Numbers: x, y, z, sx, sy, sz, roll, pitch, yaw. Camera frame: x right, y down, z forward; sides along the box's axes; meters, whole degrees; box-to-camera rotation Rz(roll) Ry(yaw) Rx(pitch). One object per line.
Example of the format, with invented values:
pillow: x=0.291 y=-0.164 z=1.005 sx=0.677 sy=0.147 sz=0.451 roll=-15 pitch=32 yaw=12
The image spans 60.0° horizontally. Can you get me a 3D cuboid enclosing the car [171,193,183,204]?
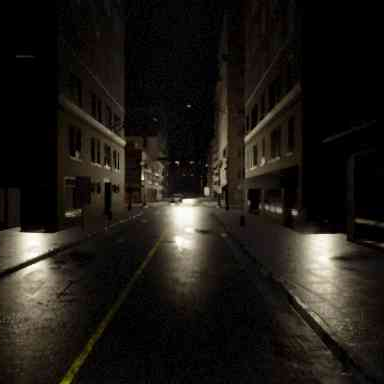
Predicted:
car: x=-2.950 y=1.198 z=65.736 sx=2.150 sy=2.045 sz=5.566 roll=0 pitch=1 yaw=0
